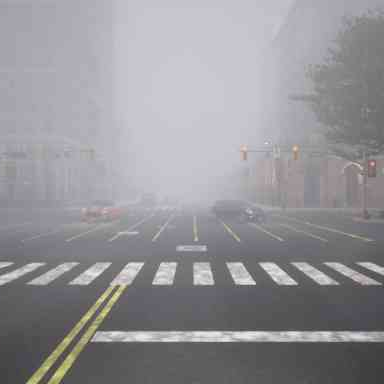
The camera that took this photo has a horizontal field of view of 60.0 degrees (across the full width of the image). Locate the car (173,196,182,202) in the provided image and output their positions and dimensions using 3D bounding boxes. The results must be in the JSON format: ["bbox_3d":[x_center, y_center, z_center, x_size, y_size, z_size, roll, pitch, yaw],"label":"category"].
[{"bbox_3d":[-3.454,1.594,79.075,1.895,1.301,4.718,0,0,0],"label":"car"}]

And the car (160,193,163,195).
[{"bbox_3d":[-7.041,1.221,69.061,2.150,2.045,5.566,0,0,0],"label":"car"}]

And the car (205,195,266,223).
[{"bbox_3d":[3.492,1.352,25.672,2.097,1.767,4.553,0,0,-40],"label":"car"}]

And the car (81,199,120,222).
[{"bbox_3d":[-7.145,1.352,26.307,2.097,1.767,4.553,0,0,0],"label":"car"}]

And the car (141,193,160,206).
[{"bbox_3d":[-7.186,1.222,55.737,2.150,2.045,5.566,0,0,0],"label":"car"}]

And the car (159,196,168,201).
[{"bbox_3d":[-6.936,1.586,81.188,1.895,1.301,4.718,0,0,0],"label":"car"}]

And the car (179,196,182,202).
[{"bbox_3d":[-3.550,1.548,68.850,2.033,1.411,5.357,0,0,1],"label":"car"}]

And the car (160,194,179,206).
[{"bbox_3d":[-3.683,1.491,55.465,2.128,1.511,4.902,0,0,0],"label":"car"}]

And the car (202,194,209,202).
[{"bbox_3d":[3.540,1.355,78.288,2.097,1.767,4.553,0,0,0],"label":"car"}]
